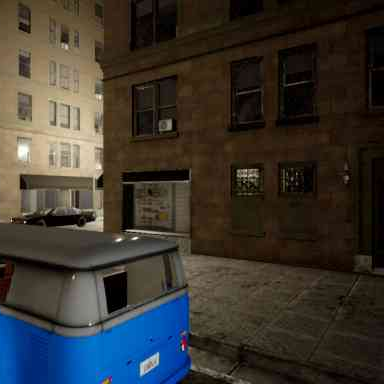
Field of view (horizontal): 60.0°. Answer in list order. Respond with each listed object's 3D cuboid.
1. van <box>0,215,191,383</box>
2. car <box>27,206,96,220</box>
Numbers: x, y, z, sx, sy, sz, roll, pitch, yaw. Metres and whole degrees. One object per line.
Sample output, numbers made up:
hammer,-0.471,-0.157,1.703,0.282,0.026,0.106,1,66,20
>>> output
van,-1.937,1.341,4.067,3.998,1.788,1.690,0,0,33
car,-8.757,1.627,21.480,2.033,1.411,5.357,0,0,33
